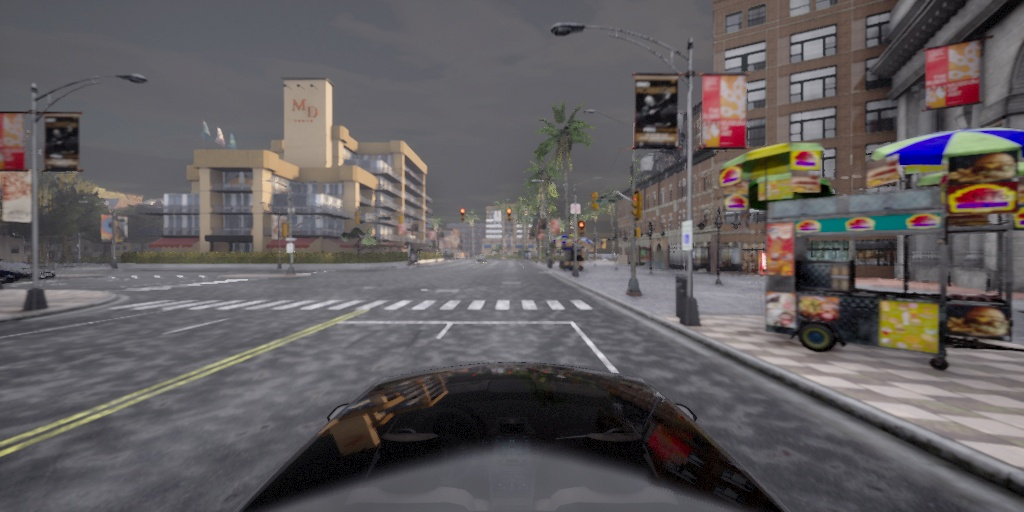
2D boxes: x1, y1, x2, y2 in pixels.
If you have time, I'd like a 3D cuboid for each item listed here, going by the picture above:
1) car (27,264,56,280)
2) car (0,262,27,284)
[{"bbox_3d":[-37.755,1.148,26.791,5.357,1.411,2.033,0,0,0],"label":"car"},{"bbox_3d":[-35.329,1.223,23.304,4.718,1.301,1.895,0,0,0],"label":"car"}]
